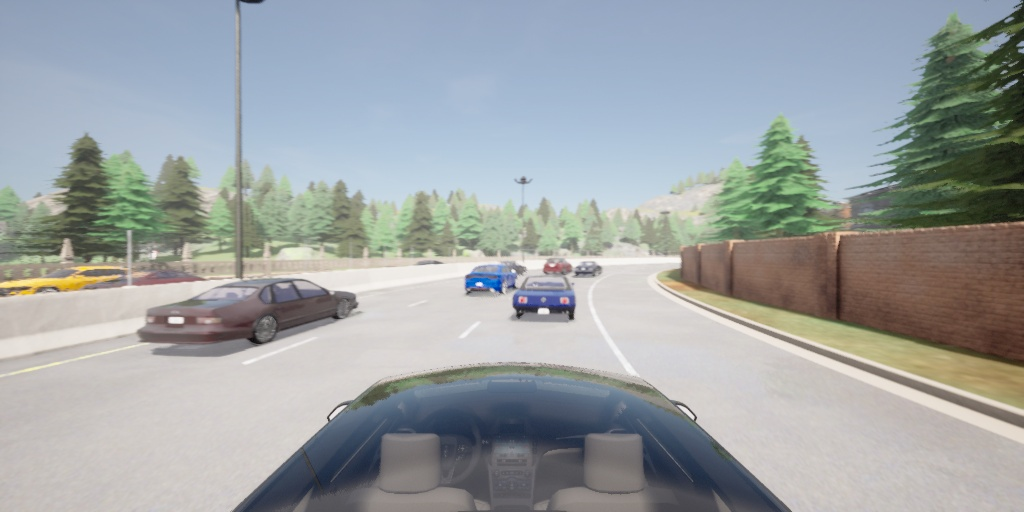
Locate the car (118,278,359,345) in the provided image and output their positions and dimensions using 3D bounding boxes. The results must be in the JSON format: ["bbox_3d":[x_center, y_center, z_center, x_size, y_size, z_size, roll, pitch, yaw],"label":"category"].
[{"bbox_3d":[-6.238,1.281,9.460,2.033,1.411,5.357,0,0,7],"label":"car"}]

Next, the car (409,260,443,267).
[{"bbox_3d":[-7.931,1.145,33.428,1.837,1.490,4.892,0,0,20],"label":"car"}]

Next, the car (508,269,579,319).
[{"bbox_3d":[1.250,1.302,12.588,1.895,1.301,4.718,0,0,9],"label":"car"}]

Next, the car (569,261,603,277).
[{"bbox_3d":[7.146,1.148,33.217,2.033,1.411,5.357,0,0,23],"label":"car"}]

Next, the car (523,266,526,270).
[{"bbox_3d":[-0.266,1.165,33.497,2.033,1.411,5.357,0,0,22],"label":"car"}]

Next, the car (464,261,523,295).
[{"bbox_3d":[-0.976,1.157,19.160,1.882,1.535,5.008,0,0,13],"label":"car"}]

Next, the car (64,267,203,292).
[{"bbox_3d":[-16.055,1.296,15.892,1.994,1.385,4.181,0,0,10],"label":"car"}]

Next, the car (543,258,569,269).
[{"bbox_3d":[4.668,0.947,36.032,2.097,1.767,4.553,0,0,24],"label":"car"}]

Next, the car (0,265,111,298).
[{"bbox_3d":[-19.522,1.217,16.330,1.882,1.535,5.008,0,0,9],"label":"car"}]
